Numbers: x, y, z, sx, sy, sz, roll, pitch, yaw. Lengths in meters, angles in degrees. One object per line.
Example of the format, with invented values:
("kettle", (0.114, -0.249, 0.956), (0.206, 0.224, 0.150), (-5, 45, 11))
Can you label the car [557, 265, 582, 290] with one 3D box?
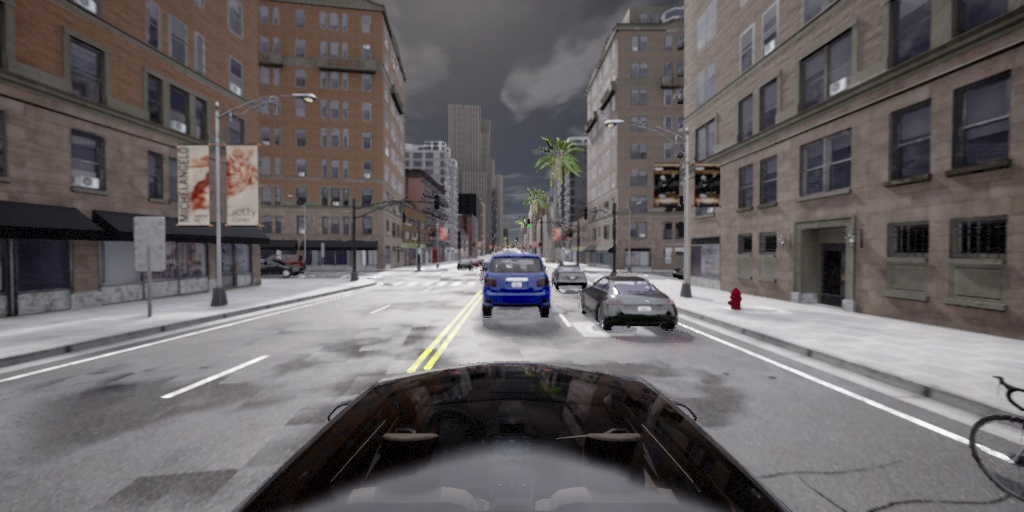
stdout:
("car", (3.465, 1.252, 22.155), (2.033, 1.411, 5.357), (0, 0, 3))

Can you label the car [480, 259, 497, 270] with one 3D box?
("car", (-3.327, 1.187, 52.234), (2.033, 1.411, 5.357), (0, 0, 0))

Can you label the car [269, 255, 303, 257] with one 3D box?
("car", (-23.883, 0.764, 36.663), (5.009, 1.841, 2.192), (0, 0, -9))

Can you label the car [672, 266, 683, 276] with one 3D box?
("car", (16.218, 1.451, 31.155), (4.313, 1.339, 1.948), (0, 0, 0))

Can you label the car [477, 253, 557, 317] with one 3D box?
("car", (0.109, 0.943, 13.128), (2.150, 2.045, 5.566), (0, 0, -1))

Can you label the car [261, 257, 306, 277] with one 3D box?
("car", (-20.859, 1.064, 31.275), (4.892, 1.490, 1.837), (1, 1, -9))

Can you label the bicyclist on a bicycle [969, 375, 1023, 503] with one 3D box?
("bicyclist on a bicycle", (4.144, 1.201, 2.434), (0.582, 1.620, 1.656), (0, 0, 0))

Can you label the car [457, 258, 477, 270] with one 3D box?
("car", (-6.576, 1.121, 50.685), (1.882, 1.535, 5.008), (0, 0, 0))

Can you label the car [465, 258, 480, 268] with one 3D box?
("car", (-6.543, 1.099, 60.200), (1.882, 1.535, 5.008), (0, 0, 0))

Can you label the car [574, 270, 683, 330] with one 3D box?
("car", (3.342, 1.293, 11.010), (1.994, 1.385, 4.181), (0, 0, 0))

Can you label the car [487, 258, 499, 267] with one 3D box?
("car", (-3.288, 1.143, 61.706), (1.812, 1.442, 4.674), (0, 0, 1))

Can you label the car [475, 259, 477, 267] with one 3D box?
("car", (-1.079, 1.183, 25.898), (1.882, 1.535, 5.008), (0, 0, -16))
